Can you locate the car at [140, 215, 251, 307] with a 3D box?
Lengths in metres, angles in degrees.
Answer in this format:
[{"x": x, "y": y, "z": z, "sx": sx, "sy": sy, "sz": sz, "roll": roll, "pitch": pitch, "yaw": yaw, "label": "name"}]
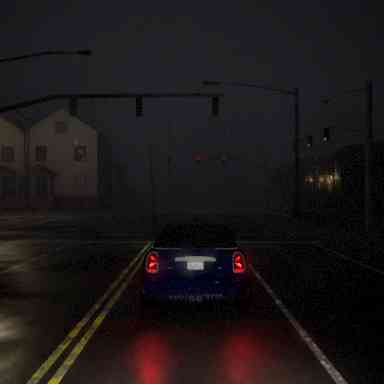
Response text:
[{"x": 0.081, "y": 1.347, "z": 8.112, "sx": 2.097, "sy": 1.767, "sz": 4.553, "roll": 0, "pitch": 0, "yaw": 0, "label": "car"}]
